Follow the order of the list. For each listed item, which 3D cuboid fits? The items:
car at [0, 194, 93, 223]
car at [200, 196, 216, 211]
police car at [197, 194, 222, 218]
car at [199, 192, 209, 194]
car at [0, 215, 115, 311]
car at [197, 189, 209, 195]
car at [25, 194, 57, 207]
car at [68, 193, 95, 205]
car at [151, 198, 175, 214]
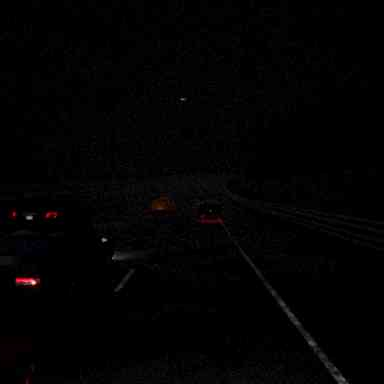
[{"bbox_3d":[-6.718,1.149,16.544,2.150,2.045,5.566,0,0,1],"label":"car"},{"bbox_3d":[1.809,1.279,38.312,1.812,1.442,4.674,0,1,2],"label":"car"},{"bbox_3d":[1.496,1.278,28.541,1.930,1.638,5.238,0,0,2],"label":"police car"},{"bbox_3d":[2.039,1.158,44.236,1.837,1.490,4.892,0,1,2],"label":"car"},{"bbox_3d":[-3.338,1.523,8.000,2.033,1.411,5.357,0,0,1],"label":"car"},{"bbox_3d":[1.865,0.650,62.528,1.812,1.442,4.674,0,2,3],"label":"car"},{"bbox_3d":[-20.090,1.104,44.474,1.882,1.535,5.008,0,1,3],"label":"car"},{"bbox_3d":[-16.369,1.011,49.412,2.128,1.511,4.902,0,2,3],"label":"car"},{"bbox_3d":[-2.816,1.292,32.791,1.882,1.535,5.008,0,1,2],"label":"car"}]
